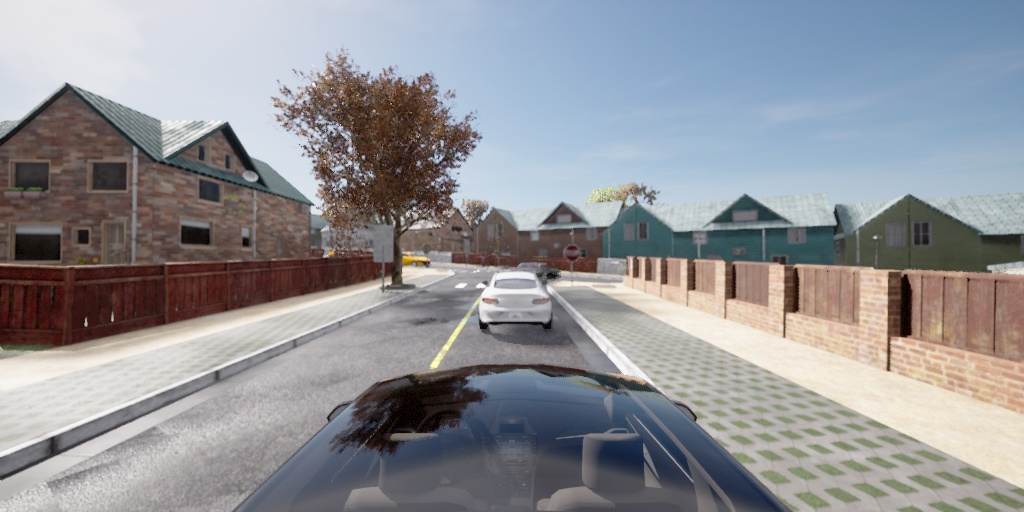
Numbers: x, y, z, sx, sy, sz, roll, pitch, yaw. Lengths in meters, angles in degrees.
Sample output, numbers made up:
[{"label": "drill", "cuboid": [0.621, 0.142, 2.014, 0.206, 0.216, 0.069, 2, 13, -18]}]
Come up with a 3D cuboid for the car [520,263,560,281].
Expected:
[{"label": "car", "cuboid": [1.474, 1.062, 21.875, 1.895, 1.301, 4.718, 1, 1, 23]}]

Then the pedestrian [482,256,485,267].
[{"label": "pedestrian", "cuboid": [-3.112, 0.557, 39.309, 0.375, 1.300, 0.375, 0, -4, 32]}]

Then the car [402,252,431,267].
[{"label": "car", "cuboid": [-10.534, 0.333, 37.047, 5.008, 1.535, 1.882, 3, 1, 32]}]

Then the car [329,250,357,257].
[{"label": "car", "cuboid": [-19.824, -0.112, 42.878, 5.008, 1.535, 1.882, 3, 1, 32]}]

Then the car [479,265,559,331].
[{"label": "car", "cuboid": [0.088, 1.150, 10.397, 1.812, 1.442, 4.674, 0, 1, 0]}]
